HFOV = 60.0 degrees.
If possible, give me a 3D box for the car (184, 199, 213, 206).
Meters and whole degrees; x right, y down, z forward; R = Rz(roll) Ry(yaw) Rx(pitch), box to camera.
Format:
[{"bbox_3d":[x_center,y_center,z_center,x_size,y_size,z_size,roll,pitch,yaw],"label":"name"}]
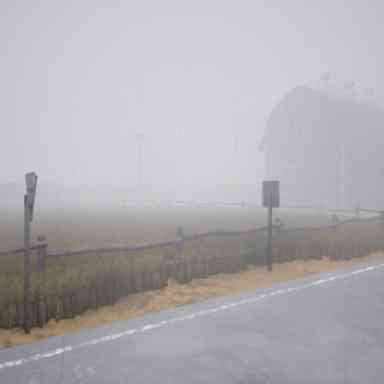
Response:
[{"bbox_3d":[0.801,1.557,41.426,1.812,1.442,4.674,0,0,-39],"label":"car"}]
